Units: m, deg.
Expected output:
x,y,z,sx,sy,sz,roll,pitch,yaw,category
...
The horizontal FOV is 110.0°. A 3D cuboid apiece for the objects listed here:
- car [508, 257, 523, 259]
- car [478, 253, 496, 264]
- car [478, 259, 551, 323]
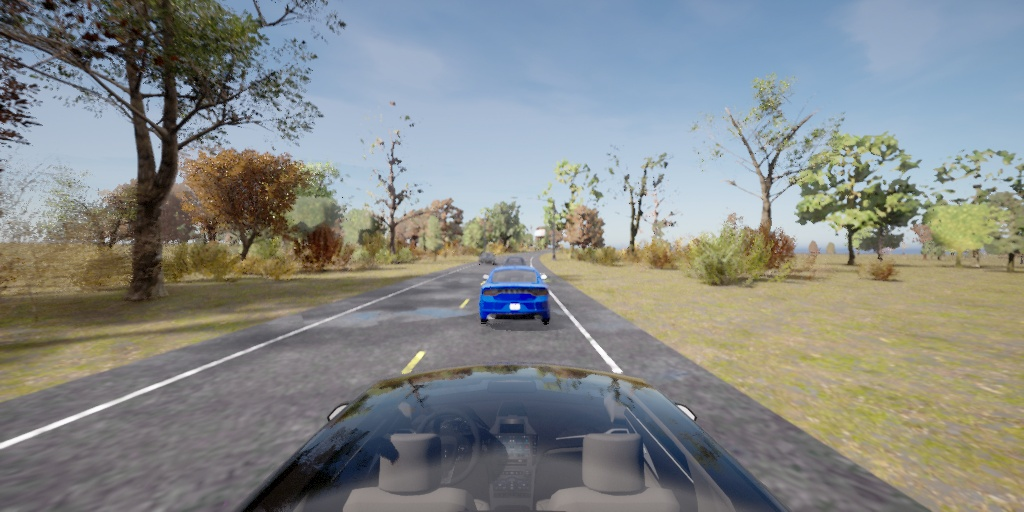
x,y,z,sx,sy,sz,roll,pitch,yaw,category
0.263,0.730,28.674,1.994,1.385,4.181,0,1,2,car
-2.968,0.346,43.700,1.837,1.490,4.892,0,1,2,car
0.087,1.022,11.185,1.882,1.535,5.008,0,1,0,car
